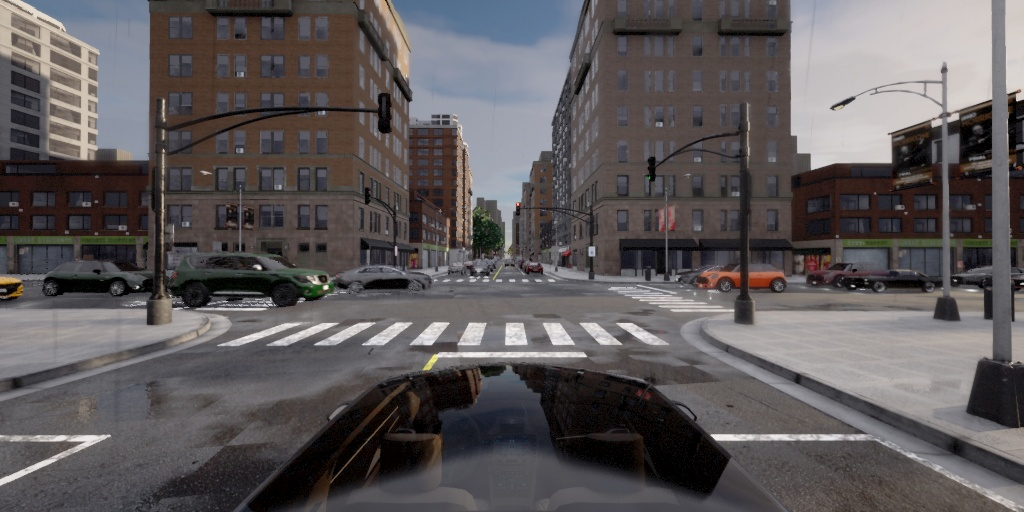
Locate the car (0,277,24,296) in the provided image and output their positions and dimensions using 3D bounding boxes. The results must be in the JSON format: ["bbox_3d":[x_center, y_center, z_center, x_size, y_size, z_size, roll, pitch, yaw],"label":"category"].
[{"bbox_3d":[-22.644,1.097,14.179,5.008,1.535,1.882,0,0,0],"label":"car"}]

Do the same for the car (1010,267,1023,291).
[{"bbox_3d":[32.316,1.478,21.303,4.181,1.385,1.994,0,0,-1],"label":"car"}]

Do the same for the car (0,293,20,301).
[{"bbox_3d":[-5.855,1.189,1.486,1.967,1.591,4.097,0,0,0],"label":"car"}]

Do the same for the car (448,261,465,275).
[{"bbox_3d":[-6.064,1.328,39.847,2.007,1.370,4.403,0,0,-1],"label":"car"}]

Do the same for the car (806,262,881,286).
[{"bbox_3d":[22.885,1.249,24.486,4.553,1.767,2.097,0,0,-1],"label":"car"}]

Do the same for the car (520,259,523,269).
[{"bbox_3d":[2.399,1.354,45.446,1.948,1.339,4.313,0,0,-1],"label":"car"}]

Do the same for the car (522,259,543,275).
[{"bbox_3d":[2.461,1.324,39.940,1.888,1.381,4.507,0,0,-1],"label":"car"}]

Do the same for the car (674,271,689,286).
[{"bbox_3d":[13.691,1.347,24.431,4.902,1.511,2.128,0,0,0],"label":"car"}]

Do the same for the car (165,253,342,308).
[{"bbox_3d":[-10.188,0.896,14.273,5.566,2.045,2.150,0,0,0],"label":"car"}]

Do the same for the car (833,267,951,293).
[{"bbox_3d":[22.377,1.470,21.232,4.718,1.301,1.895,0,0,-1],"label":"car"}]

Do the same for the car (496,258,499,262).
[{"bbox_3d":[-3.487,1.320,57.776,1.837,1.490,4.892,0,0,0],"label":"car"}]

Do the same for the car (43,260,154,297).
[{"bbox_3d":[-19.521,1.011,17.457,4.553,1.767,2.097,0,0,0],"label":"car"}]

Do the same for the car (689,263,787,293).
[{"bbox_3d":[13.391,1.181,21.163,4.553,1.767,2.097,0,0,0],"label":"car"}]

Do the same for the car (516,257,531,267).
[{"bbox_3d":[2.273,1.127,56.459,2.192,1.841,5.009,0,0,-1],"label":"car"}]

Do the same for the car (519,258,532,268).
[{"bbox_3d":[2.334,1.325,51.123,1.751,1.417,4.829,0,0,-1],"label":"car"}]

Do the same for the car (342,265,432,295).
[{"bbox_3d":[-6.821,1.218,19.209,4.902,1.511,2.128,0,0,-21],"label":"car"}]

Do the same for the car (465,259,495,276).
[{"bbox_3d":[-3.268,1.267,37.591,2.128,1.511,4.902,0,0,0],"label":"car"}]

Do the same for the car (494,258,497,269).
[{"bbox_3d":[-3.376,1.339,47.395,2.033,1.411,5.357,0,0,-1],"label":"car"}]

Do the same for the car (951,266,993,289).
[{"bbox_3d":[32.769,1.447,24.556,4.892,1.490,1.837,0,0,0],"label":"car"}]
